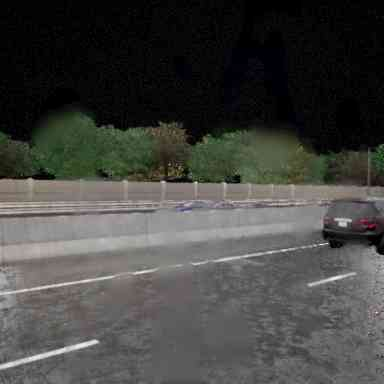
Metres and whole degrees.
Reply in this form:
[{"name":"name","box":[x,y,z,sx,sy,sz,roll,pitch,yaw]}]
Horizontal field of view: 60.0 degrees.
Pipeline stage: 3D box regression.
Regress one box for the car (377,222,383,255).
[{"name":"car","box":[7.036,1.534,8.770,4.674,1.442,1.812,0,0,-35]}]

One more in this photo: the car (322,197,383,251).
[{"name":"car","box":[7.572,1.234,13.443,5.566,2.045,2.150,0,0,-35]}]

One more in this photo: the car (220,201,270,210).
[{"name":"car","box":[4.437,1.581,24.233,4.181,1.385,1.994,0,0,-35]}]

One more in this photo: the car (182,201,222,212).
[{"name":"car","box":[2.018,1.507,26.809,4.902,1.511,2.128,0,0,-35]}]

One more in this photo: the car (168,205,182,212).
[{"name":"car","box":[0.089,1.540,29.730,4.674,1.442,1.812,0,0,-35]}]
